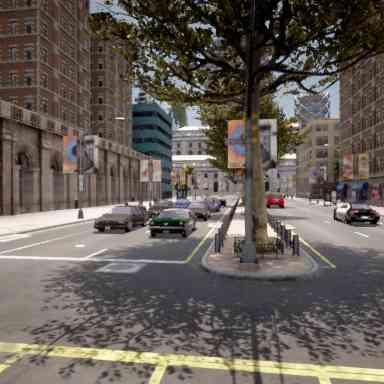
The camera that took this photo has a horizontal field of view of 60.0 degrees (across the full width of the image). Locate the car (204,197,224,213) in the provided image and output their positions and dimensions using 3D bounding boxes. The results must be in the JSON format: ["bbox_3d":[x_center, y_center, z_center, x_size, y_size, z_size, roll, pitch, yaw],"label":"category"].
[{"bbox_3d":[2.073,1.352,37.592,2.097,1.767,4.553,0,0,9],"label":"car"}]

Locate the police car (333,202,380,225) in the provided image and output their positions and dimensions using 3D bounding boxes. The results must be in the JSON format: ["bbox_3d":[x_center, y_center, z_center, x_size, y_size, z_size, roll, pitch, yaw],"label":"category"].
[{"bbox_3d":[11.758,1.509,24.240,2.038,1.542,4.974,0,0,9],"label":"police car"}]

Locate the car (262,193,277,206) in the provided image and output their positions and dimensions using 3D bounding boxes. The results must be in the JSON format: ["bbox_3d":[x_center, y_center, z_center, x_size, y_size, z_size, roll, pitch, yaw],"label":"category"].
[{"bbox_3d":[13.276,1.221,57.298,2.150,2.045,5.566,0,0,9],"label":"car"}]

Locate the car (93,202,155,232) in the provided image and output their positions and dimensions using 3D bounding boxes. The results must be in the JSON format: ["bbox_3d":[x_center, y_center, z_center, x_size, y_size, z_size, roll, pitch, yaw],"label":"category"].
[{"bbox_3d":[-4.105,1.547,20.404,2.033,1.411,5.357,0,0,9],"label":"car"}]

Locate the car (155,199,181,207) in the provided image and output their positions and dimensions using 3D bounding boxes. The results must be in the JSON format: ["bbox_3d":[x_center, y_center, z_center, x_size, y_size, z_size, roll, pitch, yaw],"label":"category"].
[{"bbox_3d":[-2.616,1.505,30.127,1.837,1.490,4.892,0,0,9],"label":"car"}]

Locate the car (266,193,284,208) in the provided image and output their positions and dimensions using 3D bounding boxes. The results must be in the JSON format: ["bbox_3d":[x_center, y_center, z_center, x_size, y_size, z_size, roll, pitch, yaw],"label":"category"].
[{"bbox_3d":[11.700,1.221,46.998,2.150,2.045,5.566,0,0,9],"label":"car"}]

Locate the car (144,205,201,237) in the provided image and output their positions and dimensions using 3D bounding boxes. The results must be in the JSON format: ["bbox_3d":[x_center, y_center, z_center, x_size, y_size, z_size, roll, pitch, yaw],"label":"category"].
[{"bbox_3d":[-0.908,1.601,18.154,1.895,1.301,4.718,0,0,9],"label":"car"}]

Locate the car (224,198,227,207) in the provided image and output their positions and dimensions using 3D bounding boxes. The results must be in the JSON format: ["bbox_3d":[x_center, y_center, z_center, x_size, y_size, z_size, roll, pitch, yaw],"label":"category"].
[{"bbox_3d":[4.477,1.621,52.683,1.895,1.301,4.718,0,0,9],"label":"car"}]

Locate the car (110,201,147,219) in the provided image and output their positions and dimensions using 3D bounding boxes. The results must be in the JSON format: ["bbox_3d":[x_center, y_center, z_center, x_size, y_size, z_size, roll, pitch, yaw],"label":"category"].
[{"bbox_3d":[-5.726,1.595,30.635,1.895,1.301,4.718,0,0,9],"label":"car"}]

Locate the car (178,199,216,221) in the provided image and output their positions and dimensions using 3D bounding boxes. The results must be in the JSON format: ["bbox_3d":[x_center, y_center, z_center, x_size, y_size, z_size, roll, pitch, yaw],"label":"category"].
[{"bbox_3d":[0.551,1.547,27.695,2.033,1.411,5.357,0,0,9],"label":"car"}]
